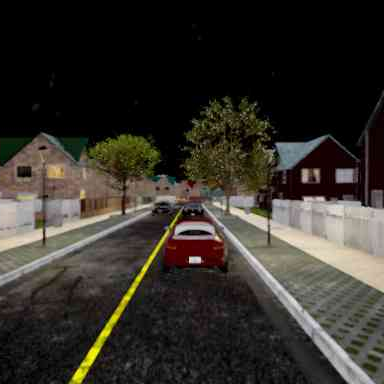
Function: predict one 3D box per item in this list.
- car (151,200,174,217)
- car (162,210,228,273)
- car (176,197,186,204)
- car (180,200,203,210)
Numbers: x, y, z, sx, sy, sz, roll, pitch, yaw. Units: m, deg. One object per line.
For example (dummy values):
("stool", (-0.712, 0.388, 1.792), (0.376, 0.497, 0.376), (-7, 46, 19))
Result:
("car", (-2.864, 1.571, 32.594), (1.837, 1.490, 4.892), (0, 0, 0))
("car", (0.083, 1.535, 10.643), (1.812, 1.442, 4.674), (0, 0, 0))
("car", (-2.333, 1.821, 72.992), (1.882, 1.535, 5.008), (0, -1, 3))
("car", (0.080, 1.661, 31.213), (1.895, 1.301, 4.718), (0, 0, 0))
